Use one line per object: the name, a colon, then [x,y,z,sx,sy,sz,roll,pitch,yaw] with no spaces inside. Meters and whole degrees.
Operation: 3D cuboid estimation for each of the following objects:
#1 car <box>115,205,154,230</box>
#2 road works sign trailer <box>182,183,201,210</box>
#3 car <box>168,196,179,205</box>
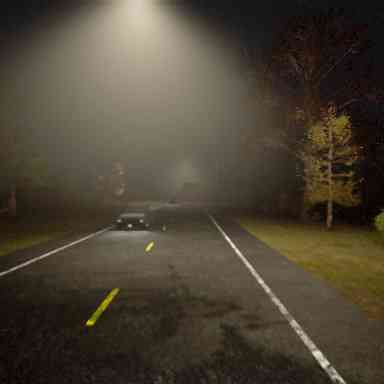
car: [-3.612,1.594,22.003,2.033,1.411,5.357,0,0,0]
road works sign trailer: [-0.025,0.564,45.279,2.380,3.560,2.880,0,0,0]
car: [-3.553,1.644,63.641,1.837,1.490,4.892,0,0,0]
